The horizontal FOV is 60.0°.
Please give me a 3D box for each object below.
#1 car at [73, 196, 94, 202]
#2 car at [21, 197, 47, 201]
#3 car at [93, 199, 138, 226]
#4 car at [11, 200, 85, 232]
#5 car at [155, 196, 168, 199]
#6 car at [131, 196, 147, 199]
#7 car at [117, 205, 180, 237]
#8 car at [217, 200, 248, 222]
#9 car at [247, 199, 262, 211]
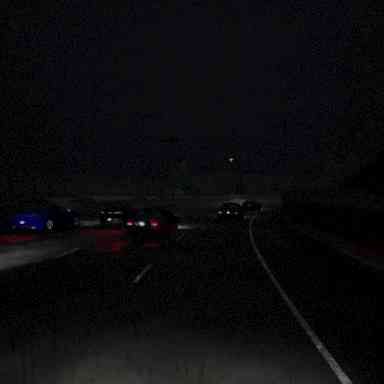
[{"bbox_3d":[-17.997,1.501,54.322,1.837,1.490,4.892,0,0,20],"label":"car"},{"bbox_3d":[-23.510,1.473,49.105,2.128,1.511,4.902,0,0,18],"label":"car"},{"bbox_3d":[-4.695,1.497,22.954,2.128,1.511,4.902,0,0,10],"label":"car"},{"bbox_3d":[-8.689,1.472,20.189,1.882,1.535,5.008,0,0,8],"label":"car"},{"bbox_3d":[-5.939,1.489,65.184,2.033,1.411,5.357,0,0,24],"label":"car"},{"bbox_3d":[-10.356,1.521,63.807,2.128,1.511,4.902,0,0,24],"label":"car"},{"bbox_3d":[-1.986,1.555,18.010,2.033,1.411,5.357,0,0,8],"label":"car"},{"bbox_3d":[3.182,1.573,26.857,2.033,1.411,5.357,0,0,12],"label":"car"},{"bbox_3d":[7.608,1.610,42.297,1.994,1.385,4.181,0,0,19],"label":"car"}]
